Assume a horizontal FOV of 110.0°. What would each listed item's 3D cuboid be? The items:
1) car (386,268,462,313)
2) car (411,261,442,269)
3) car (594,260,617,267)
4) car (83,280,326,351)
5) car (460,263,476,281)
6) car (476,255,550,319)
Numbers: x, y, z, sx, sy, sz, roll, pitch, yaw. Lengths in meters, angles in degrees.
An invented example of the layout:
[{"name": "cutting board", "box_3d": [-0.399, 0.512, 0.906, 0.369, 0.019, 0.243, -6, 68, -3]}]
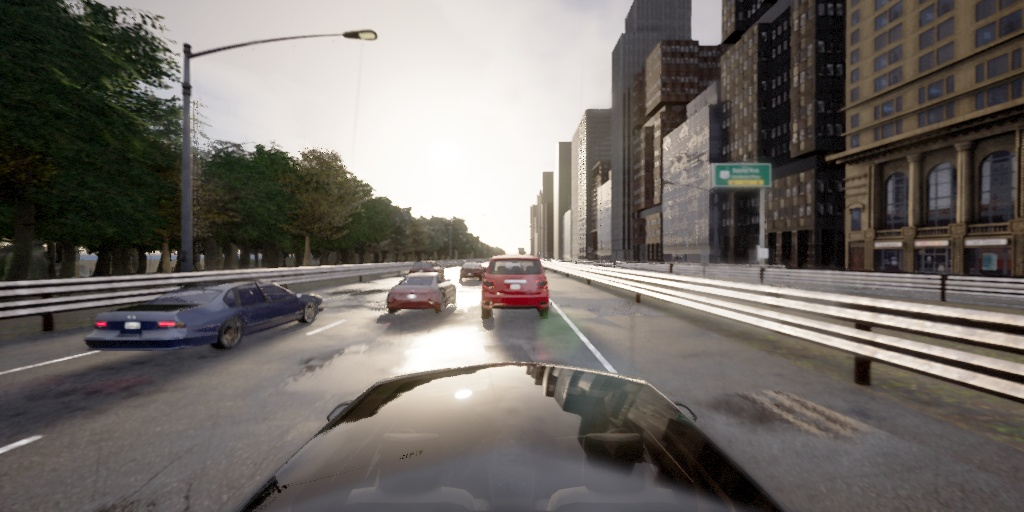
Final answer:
[{"name": "car", "box_3d": [-3.400, 1.349, 14.172, 1.994, 1.385, 4.181, 0, 0, 0]}, {"name": "car", "box_3d": [-6.899, 1.185, 29.452, 2.097, 1.767, 4.553, 0, 0, 0]}, {"name": "car", "box_3d": [14.593, 1.463, 56.119, 2.033, 1.649, 4.856, 0, 0, -18]}, {"name": "car", "box_3d": [-6.899, 1.318, 9.030, 2.033, 1.411, 5.357, 0, 0, 0]}, {"name": "car", "box_3d": [-3.400, 1.317, 31.283, 1.882, 1.535, 5.008, 0, 0, 0]}, {"name": "car", "box_3d": [0.100, 1.003, 13.155, 2.150, 2.045, 5.566, 0, 0, 0]}]
